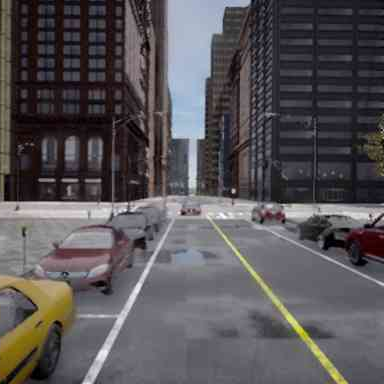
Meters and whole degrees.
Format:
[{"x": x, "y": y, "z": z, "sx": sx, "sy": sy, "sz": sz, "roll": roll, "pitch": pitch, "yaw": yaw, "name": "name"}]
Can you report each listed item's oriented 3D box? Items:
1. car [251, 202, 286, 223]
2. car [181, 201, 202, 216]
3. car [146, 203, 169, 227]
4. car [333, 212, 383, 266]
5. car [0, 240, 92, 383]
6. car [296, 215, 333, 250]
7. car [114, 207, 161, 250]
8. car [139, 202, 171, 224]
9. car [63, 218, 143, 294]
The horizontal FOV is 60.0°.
[{"x": 5.781, "y": 1.500, "z": 25.656, "sx": 1.967, "sy": 1.590, "sz": 4.097, "roll": 0, "pitch": 0, "yaw": -1, "name": "car"}, {"x": -0.068, "y": 1.591, "z": 33.023, "sx": 1.994, "sy": 1.385, "sz": 4.181, "roll": 0, "pitch": 0, "yaw": -1, "name": "car"}, {"x": -2.675, "y": 1.550, "z": 19.914, "sx": 1.947, "sy": 1.339, "sz": 4.313, "roll": 0, "pitch": 0, "yaw": -1, "name": "car"}, {"x": 5.988, "y": 1.369, "z": 8.748, "sx": 2.192, "sy": 1.841, "sz": 5.009, "roll": 0, "pitch": 0, "yaw": -1, "name": "car"}, {"x": -2.466, "y": 1.504, "z": 2.835, "sx": 1.752, "sy": 1.417, "sz": 4.829, "roll": 0, "pitch": 0, "yaw": -1, "name": "car"}, {"x": 5.918, "y": 1.621, "z": 14.384, "sx": 1.947, "sy": 1.339, "sz": 4.313, "roll": 0, "pitch": 0, "yaw": -1, "name": "car"}, {"x": -2.606, "y": 1.547, "z": 14.278, "sx": 1.947, "sy": 1.339, "sz": 4.313, "roll": 0, "pitch": 0, "yaw": -1, "name": "car"}, {"x": -2.743, "y": 1.537, "z": 25.550, "sx": 2.008, "sy": 1.369, "sz": 4.403, "roll": 0, "pitch": 0, "yaw": -1, "name": "car"}, {"x": -2.537, "y": 1.562, "z": 8.642, "sx": 1.802, "sy": 1.307, "sz": 4.206, "roll": 0, "pitch": 0, "yaw": -1, "name": "car"}]
